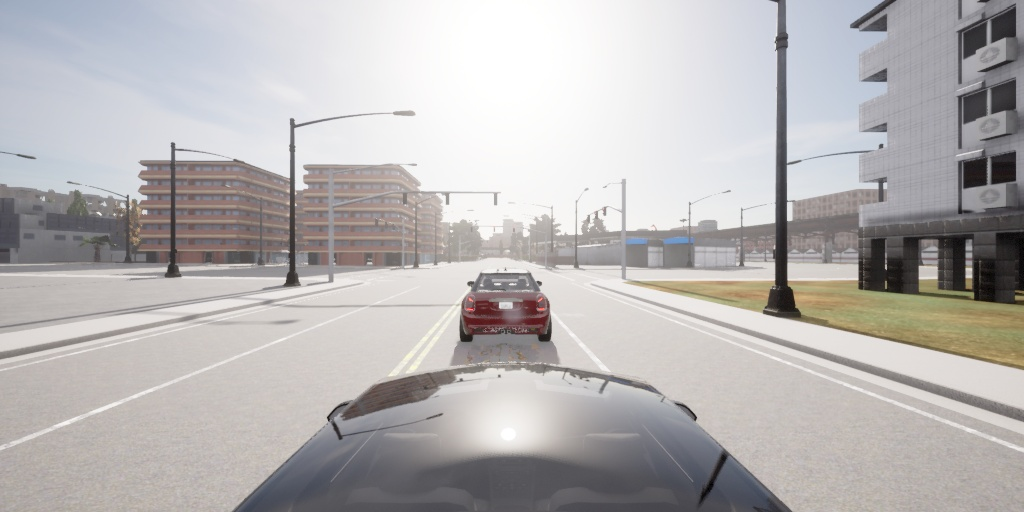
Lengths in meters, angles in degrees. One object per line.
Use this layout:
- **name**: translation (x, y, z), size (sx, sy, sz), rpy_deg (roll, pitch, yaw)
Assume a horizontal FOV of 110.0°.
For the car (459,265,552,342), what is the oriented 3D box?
- **car**: translation (-0.196, 1.102, 9.965), size (2.097, 1.767, 4.553), rpy_deg (0, 0, -2)
